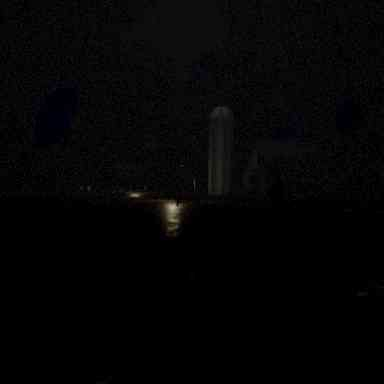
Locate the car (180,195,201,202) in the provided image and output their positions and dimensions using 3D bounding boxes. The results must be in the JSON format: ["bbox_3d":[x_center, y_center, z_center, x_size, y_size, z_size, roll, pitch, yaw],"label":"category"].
[{"bbox_3d":[-0.267,1.267,62.983,1.895,1.301,4.718,1,0,-35],"label":"car"}]
